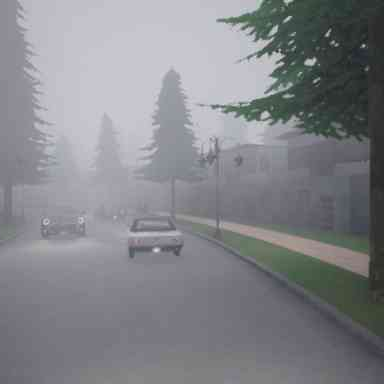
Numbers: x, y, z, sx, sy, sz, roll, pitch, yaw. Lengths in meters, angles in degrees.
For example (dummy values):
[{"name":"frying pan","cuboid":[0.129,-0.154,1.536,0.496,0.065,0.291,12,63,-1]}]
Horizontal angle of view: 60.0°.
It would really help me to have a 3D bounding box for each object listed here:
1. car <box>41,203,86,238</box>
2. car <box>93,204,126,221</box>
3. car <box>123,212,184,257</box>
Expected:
[{"name":"car","cuboid":[-6.968,1.434,18.281,2.097,1.767,4.553,0,0,-19]},{"name":"car","cuboid":[-7.101,1.707,28.293,1.895,1.301,4.718,0,0,-27]},{"name":"car","cuboid":[-1.636,1.641,13.203,1.895,1.301,4.718,0,0,-12]}]
